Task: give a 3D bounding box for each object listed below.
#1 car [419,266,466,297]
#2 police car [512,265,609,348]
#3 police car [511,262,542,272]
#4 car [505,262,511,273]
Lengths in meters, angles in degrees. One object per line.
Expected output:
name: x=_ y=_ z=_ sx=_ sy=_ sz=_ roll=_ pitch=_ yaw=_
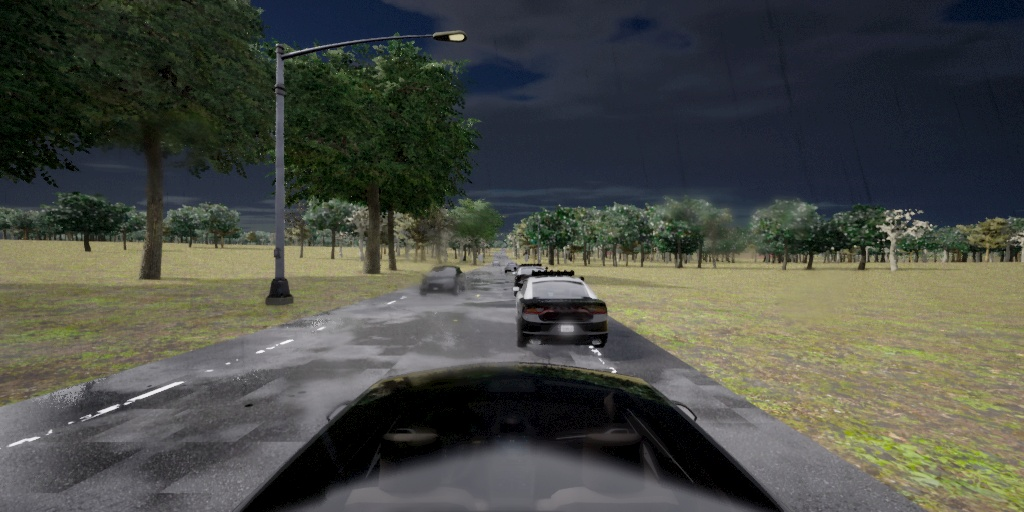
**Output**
car: x=-3.598 y=1.298 z=19.336 sx=1.837 sy=1.490 sz=4.892 roll=0 pitch=0 yaw=0
police car: x=1.050 y=1.183 z=9.401 sx=1.930 sy=1.638 sz=5.238 roll=0 pitch=0 yaw=0
police car: x=1.051 y=1.219 z=19.406 sx=1.930 sy=1.638 sz=5.238 roll=0 pitch=0 yaw=0
car: x=0.027 y=1.571 z=47.843 sx=1.994 sy=1.385 sz=4.181 roll=0 pitch=0 yaw=0
